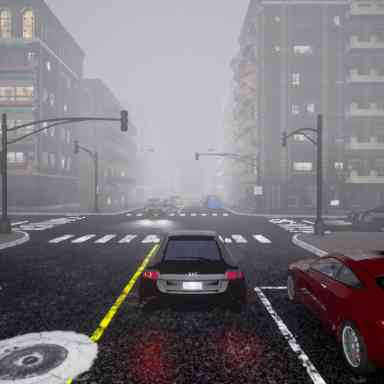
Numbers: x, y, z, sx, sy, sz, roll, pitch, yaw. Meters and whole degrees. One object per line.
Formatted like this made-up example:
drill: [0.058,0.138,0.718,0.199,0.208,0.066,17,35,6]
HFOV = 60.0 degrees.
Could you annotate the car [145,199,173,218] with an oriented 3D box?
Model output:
car: [-3.075,1.622,30.340,1.895,1.301,4.718,0,0,0]

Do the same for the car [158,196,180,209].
car: [-3.062,1.592,45.324,2.033,1.411,5.357,0,0,0]

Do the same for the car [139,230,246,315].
car: [0.009,1.564,7.666,1.994,1.385,4.181,0,0,0]

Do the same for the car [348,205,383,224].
car: [14.628,1.727,26.239,4.181,1.385,1.994,1,0,0]

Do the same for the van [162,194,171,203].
van: [-5.782,1.479,76.397,1.690,1.788,3.998,-1,0,0]

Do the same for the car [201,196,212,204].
car: [2.735,1.539,65.287,1.967,1.590,4.097,-1,0,0]

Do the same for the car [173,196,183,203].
car: [-2.940,1.585,70.959,1.882,1.535,5.008,0,0,0]

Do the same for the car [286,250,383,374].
car: [2.797,1.582,5.326,1.802,1.307,4.206,0,0,0]

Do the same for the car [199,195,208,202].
car: [2.797,1.598,81.850,1.967,1.590,4.097,-1,0,0]

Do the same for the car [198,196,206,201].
car: [2.830,1.769,92.895,1.947,1.339,4.313,-1,0,0]

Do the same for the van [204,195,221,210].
van: [2.847,1.382,43.228,1.690,1.788,3.998,-1,0,0]

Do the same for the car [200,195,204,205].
car: [2.762,1.367,48.725,2.192,1.841,5.009,-1,0,0]

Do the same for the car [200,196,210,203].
car: [2.741,1.662,70.808,1.887,1.381,4.507,-1,0,0]

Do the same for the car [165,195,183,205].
car: [-3.030,1.428,58.190,2.097,1.767,4.553,0,0,0]
